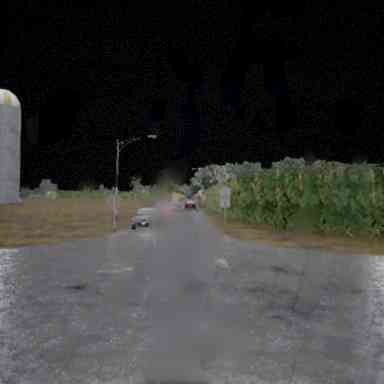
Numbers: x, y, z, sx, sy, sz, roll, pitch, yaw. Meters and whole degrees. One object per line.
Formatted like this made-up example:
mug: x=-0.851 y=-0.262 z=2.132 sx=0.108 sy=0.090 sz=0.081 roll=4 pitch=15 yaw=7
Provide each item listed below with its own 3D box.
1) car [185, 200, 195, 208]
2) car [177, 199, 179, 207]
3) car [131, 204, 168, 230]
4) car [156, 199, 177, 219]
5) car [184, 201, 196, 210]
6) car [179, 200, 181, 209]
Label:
car: x=-0.339 y=2.385 z=66.627 sx=1.994 sy=1.385 sz=4.181 roll=0 pitch=-1 yaw=0
car: x=-3.068 y=2.062 z=45.152 sx=1.837 sy=1.490 sz=4.892 roll=0 pitch=-1 yaw=0
car: x=-3.030 y=1.801 z=23.615 sx=1.837 sy=1.490 sz=4.892 roll=0 pitch=-1 yaw=2
car: x=-3.010 y=1.779 z=34.327 sx=2.097 sy=1.767 sz=4.553 roll=0 pitch=-1 yaw=0
car: x=-0.282 y=2.170 z=56.207 sx=1.882 sy=1.535 sz=5.008 roll=0 pitch=-1 yaw=0
car: x=-3.057 y=2.014 z=60.813 sx=2.097 sy=1.767 sz=4.553 roll=0 pitch=-1 yaw=0
